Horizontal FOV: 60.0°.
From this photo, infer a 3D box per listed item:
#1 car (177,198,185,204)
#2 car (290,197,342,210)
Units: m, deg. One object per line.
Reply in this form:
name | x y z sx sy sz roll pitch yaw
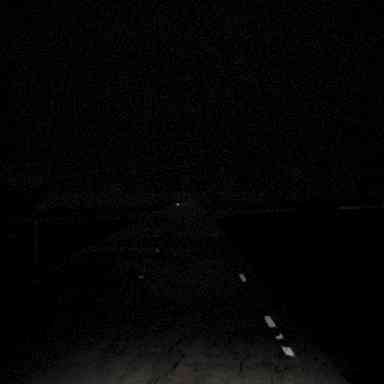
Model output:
car | -2.769 2.215 86.367 1.882 1.535 5.008 0 -1 0
car | 13.855 1.244 37.249 5.357 1.411 2.033 -2 0 0
